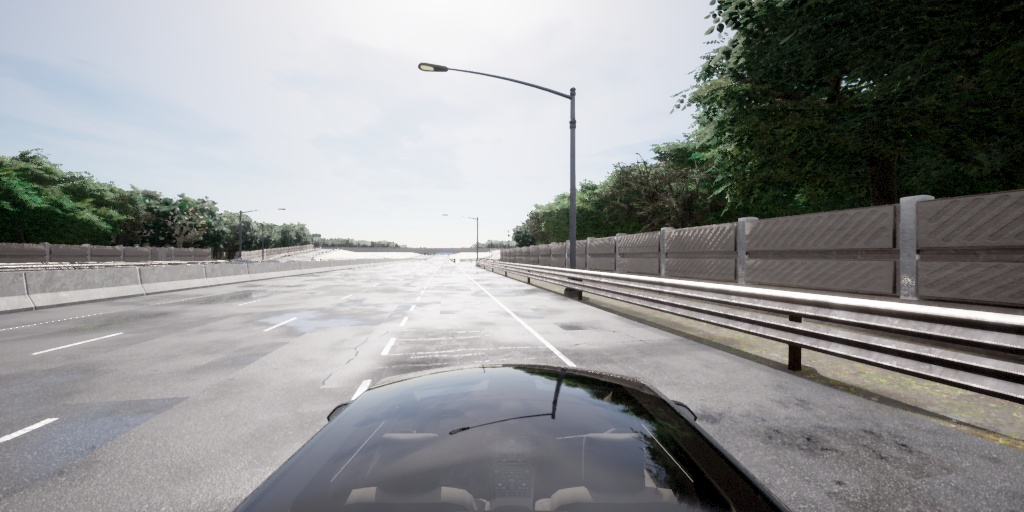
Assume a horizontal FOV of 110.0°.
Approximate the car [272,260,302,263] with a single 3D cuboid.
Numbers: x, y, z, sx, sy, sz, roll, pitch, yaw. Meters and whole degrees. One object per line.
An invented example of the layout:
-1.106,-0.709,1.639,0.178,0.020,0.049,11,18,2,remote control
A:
-29.981,1.285,48.871,2.128,1.511,4.902,0,0,-10,car
